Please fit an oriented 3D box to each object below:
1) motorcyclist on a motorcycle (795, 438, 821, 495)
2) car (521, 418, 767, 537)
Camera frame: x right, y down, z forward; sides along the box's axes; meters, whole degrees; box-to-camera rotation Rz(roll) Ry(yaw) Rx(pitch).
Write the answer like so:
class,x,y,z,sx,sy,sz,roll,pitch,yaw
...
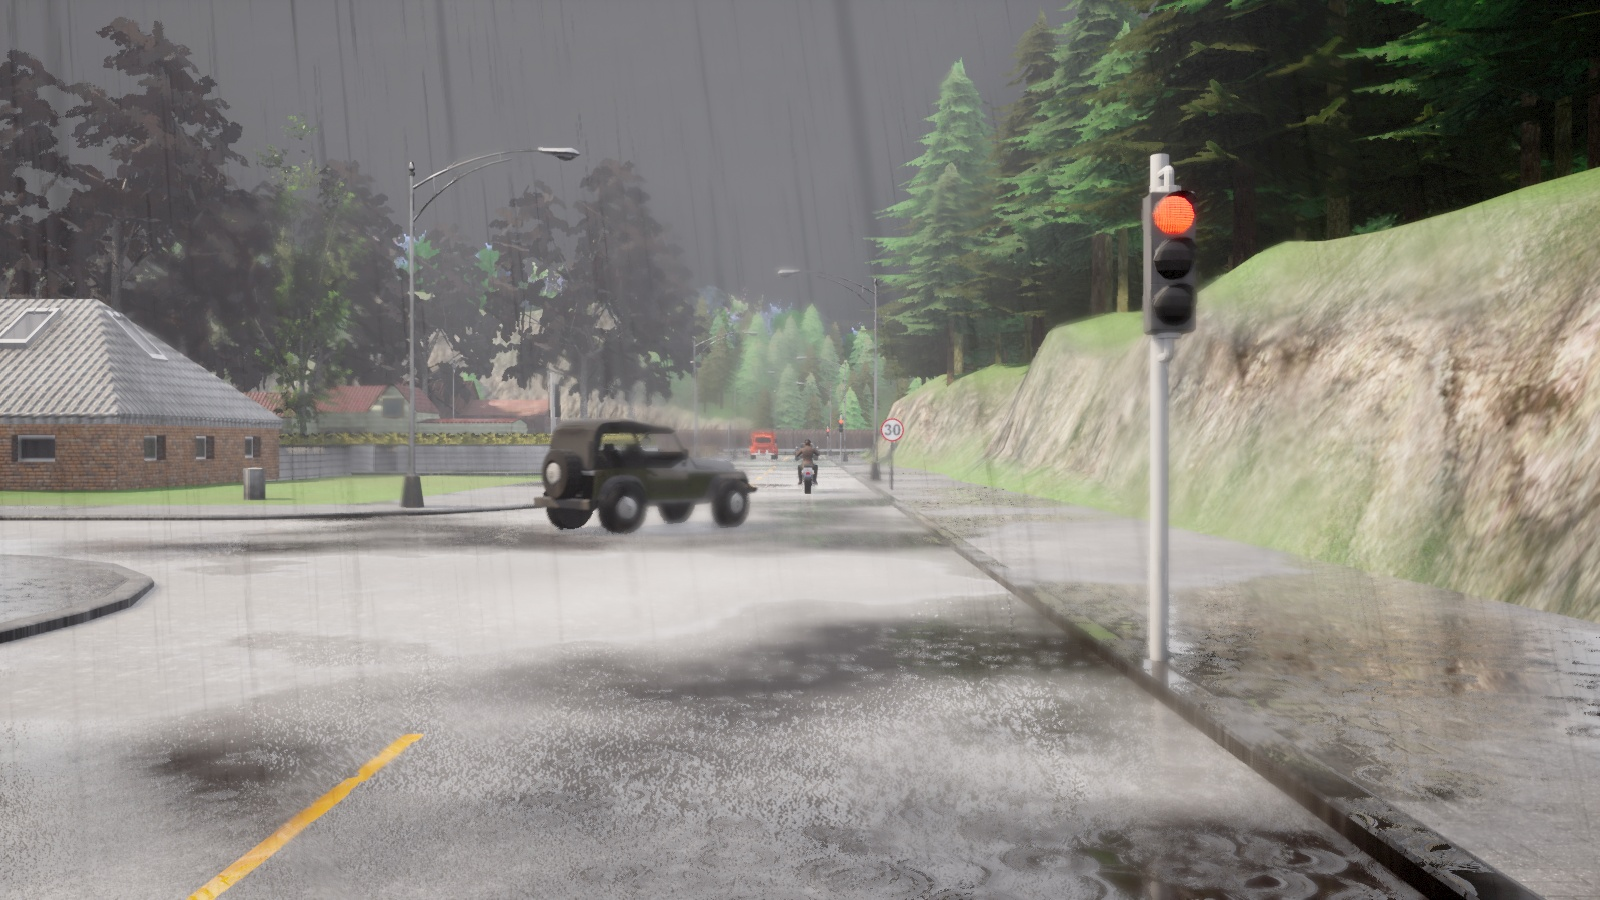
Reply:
class,x,y,z,sx,sy,sz,roll,pitch,yaw
motorcyclist on a motorcycle,0.236,0.484,37.829,0.766,1.649,2.350,0,0,0
car,-2.648,0.417,21.847,3.866,1.878,1.905,0,1,-44
